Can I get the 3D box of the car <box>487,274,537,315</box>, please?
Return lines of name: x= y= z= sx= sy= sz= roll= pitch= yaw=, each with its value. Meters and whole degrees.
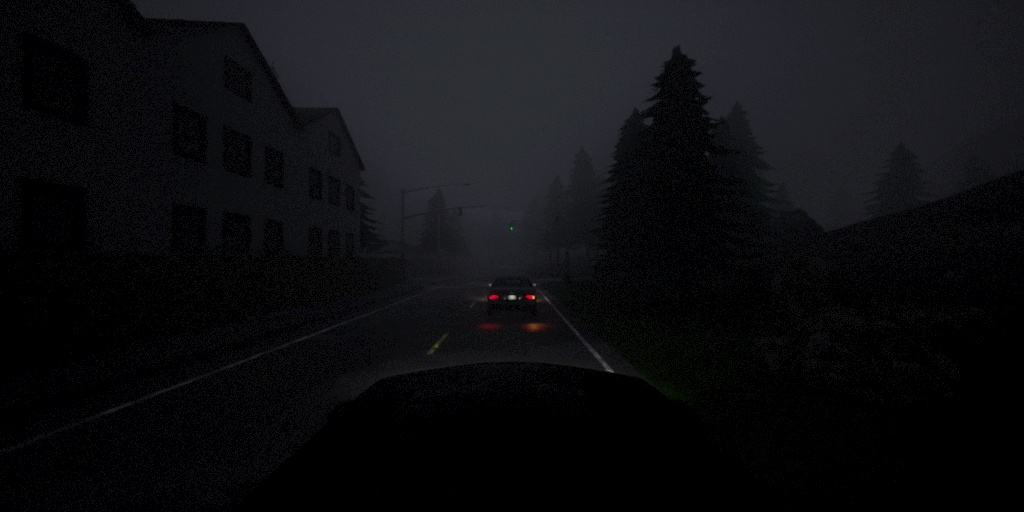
car: x=0.010 y=1.438 z=14.336 sx=2.033 sy=1.411 sz=5.357 roll=0 pitch=-1 yaw=0
